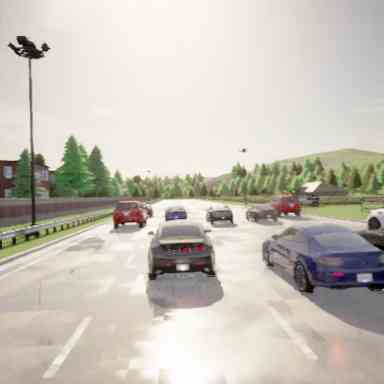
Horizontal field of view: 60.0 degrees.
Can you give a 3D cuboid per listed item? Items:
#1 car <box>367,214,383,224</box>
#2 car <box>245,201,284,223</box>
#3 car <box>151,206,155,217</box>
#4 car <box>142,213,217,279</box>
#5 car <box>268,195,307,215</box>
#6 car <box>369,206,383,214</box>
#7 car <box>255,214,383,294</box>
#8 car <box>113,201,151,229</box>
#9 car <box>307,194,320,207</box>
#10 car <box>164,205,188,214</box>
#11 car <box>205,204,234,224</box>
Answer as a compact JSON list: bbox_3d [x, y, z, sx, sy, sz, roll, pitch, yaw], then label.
[{"bbox_3d":[6.695,1.523,9.755,1.895,1.301,4.718,-2,-1,-3],"label":"car"},{"bbox_3d":[5.689,1.707,27.435,1.812,1.442,4.674,-2,-1,-3],"label":"car"},{"bbox_3d":[-5.541,2.173,39.444,2.128,1.511,4.902,-2,-1,-3],"label":"car"},{"bbox_3d":[-0.368,1.655,10.664,1.837,1.490,4.892,-2,-1,-3],"label":"car"},{"bbox_3d":[8.899,1.375,32.739,2.150,2.045,5.566,-2,0,-3],"label":"car"},{"bbox_3d":[9.930,1.106,14.330,2.150,2.045,5.566,-2,-1,-3],"label":"car"},{"bbox_3d":[3.242,1.541,8.792,1.812,1.442,4.674,-2,-1,-3],"label":"car"},{"bbox_3d":[-4.796,1.711,26.359,2.150,2.045,5.566,-2,-1,-3],"label":"car"},{"bbox_3d":[16.822,1.332,48.990,3.866,1.878,1.905,-2,-1,-3],"label":"car"},{"bbox_3d":[-1.375,1.891,28.651,1.882,1.535,5.008,-2,-1,-3],"label":"car"},{"bbox_3d":[2.202,1.779,27.352,2.128,1.511,4.902,-2,-1,-3],"label":"car"}]
